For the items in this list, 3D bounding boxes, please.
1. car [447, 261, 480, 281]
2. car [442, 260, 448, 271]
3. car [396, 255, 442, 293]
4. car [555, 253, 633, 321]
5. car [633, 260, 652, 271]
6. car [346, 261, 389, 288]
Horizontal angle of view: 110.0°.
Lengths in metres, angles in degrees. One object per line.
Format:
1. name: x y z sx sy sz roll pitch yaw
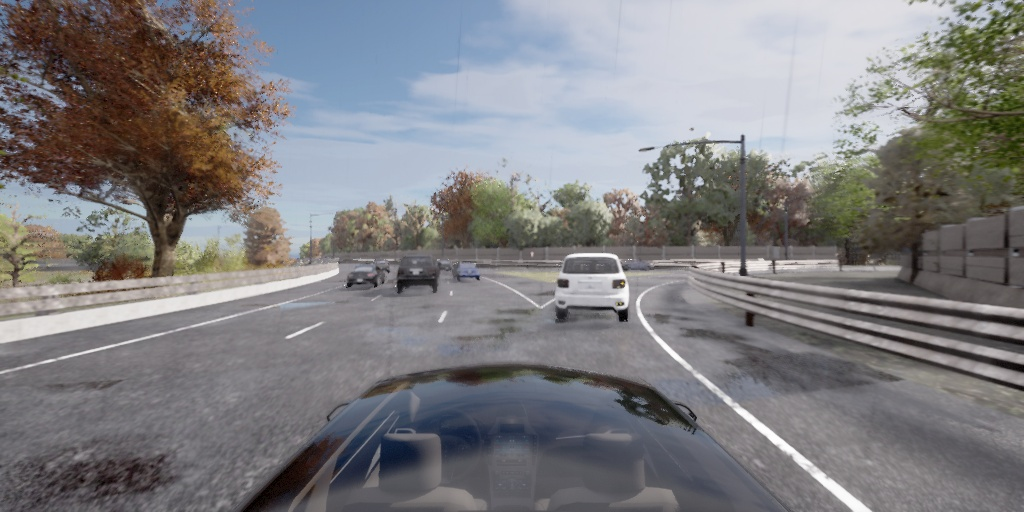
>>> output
1. car: -3.870 1.256 29.726 2.033 1.411 5.357 0 0 -15
2. car: -8.322 1.224 43.356 1.812 1.442 4.674 0 0 -22
3. car: -5.356 0.953 20.899 2.150 2.045 5.566 0 0 -10
4. car: 2.893 0.938 12.636 2.150 2.045 5.566 0 0 15
5. car: 14.895 1.171 43.920 4.181 1.385 1.994 0 0 5
6. car: -9.495 1.269 23.530 1.812 1.442 4.674 0 0 -12
